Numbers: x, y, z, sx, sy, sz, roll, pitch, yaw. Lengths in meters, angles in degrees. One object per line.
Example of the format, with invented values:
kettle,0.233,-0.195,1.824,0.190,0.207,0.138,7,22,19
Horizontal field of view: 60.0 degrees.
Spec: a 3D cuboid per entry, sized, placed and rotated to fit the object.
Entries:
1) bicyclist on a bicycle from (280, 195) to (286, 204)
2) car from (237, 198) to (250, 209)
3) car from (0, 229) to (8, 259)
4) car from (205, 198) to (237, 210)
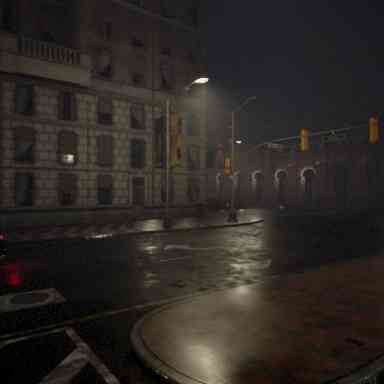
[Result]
bicyclist on a bicycle,15.477,1.300,56.462,1.656,1.620,0.582,0,0,-36
car,5.740,1.526,45.232,1.812,1.442,4.674,0,0,-36
car,-7.495,1.491,8.470,4.902,1.511,2.128,0,0,-36
car,2.996,1.492,43.051,2.128,1.511,4.902,0,0,-36
